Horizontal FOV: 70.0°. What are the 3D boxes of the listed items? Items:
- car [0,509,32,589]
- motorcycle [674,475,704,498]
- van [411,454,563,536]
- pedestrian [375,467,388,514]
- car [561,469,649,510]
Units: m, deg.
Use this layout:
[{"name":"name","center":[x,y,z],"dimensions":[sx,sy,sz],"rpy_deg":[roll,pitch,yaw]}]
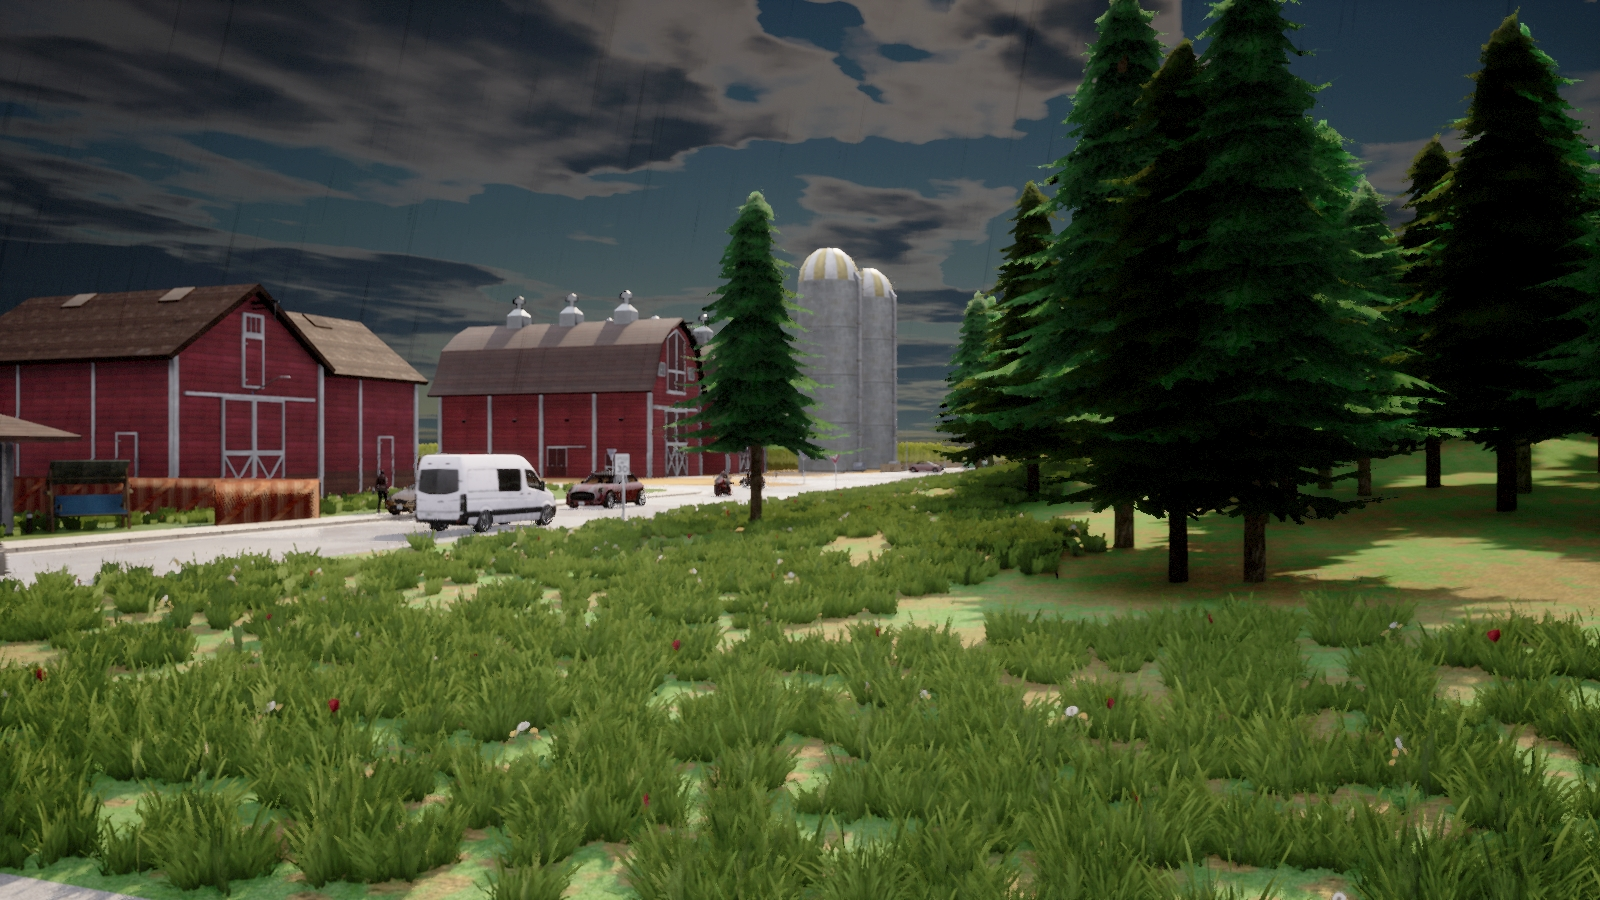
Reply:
[{"name":"car","center":[-17.232,1.955,20.942],"dimensions":[2.128,1.511,4.902],"rpy_deg":[0,0,21]},{"name":"motorcycle","center":[-6.520,2.126,67.079],"dimensions":[0.867,1.251,2.209],"rpy_deg":[0,0,20]},{"name":"van","center":[-10.588,1.442,39.254],"dimensions":[1.988,2.561,5.915],"rpy_deg":[0,0,20]},{"name":"pedestrian","center":[-16.867,1.619,46.038],"dimensions":[0.375,1.860,0.375],"rpy_deg":[0,0,4]},{"name":"car","center":[-9.087,1.821,53.614],"dimensions":[2.097,1.767,4.553],"rpy_deg":[0,0,20]}]
